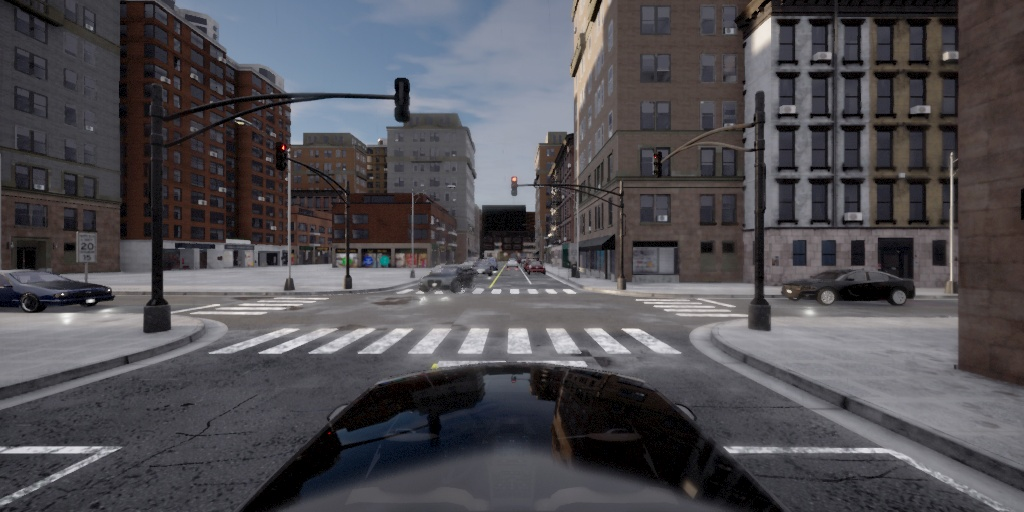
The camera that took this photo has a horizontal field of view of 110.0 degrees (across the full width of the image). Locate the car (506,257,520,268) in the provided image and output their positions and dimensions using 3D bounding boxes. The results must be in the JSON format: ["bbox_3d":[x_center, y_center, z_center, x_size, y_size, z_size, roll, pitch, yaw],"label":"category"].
[{"bbox_3d":[0.064,1.279,61.925,1.812,1.442,4.674,0,0,0],"label":"car"}]

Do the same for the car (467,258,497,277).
[{"bbox_3d":[-2.870,1.243,35.450,2.128,1.511,4.902,0,0,0],"label":"car"}]

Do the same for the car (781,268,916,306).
[{"bbox_3d":[14.763,1.310,15.905,5.008,1.535,1.882,0,0,-1],"label":"car"}]

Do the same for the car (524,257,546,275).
[{"bbox_3d":[2.613,1.191,39.427,1.967,1.591,4.097,0,0,0],"label":"car"}]

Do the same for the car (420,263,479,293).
[{"bbox_3d":[-3.615,1.314,20.595,1.994,1.385,4.181,0,0,12],"label":"car"}]

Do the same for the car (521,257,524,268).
[{"bbox_3d":[2.609,1.066,45.089,2.192,1.841,5.009,0,0,0],"label":"car"}]

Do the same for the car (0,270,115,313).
[{"bbox_3d":[-17.810,1.216,12.894,5.357,1.411,2.033,0,0,0],"label":"car"}]

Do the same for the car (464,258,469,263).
[{"bbox_3d":[-5.416,1.302,45.084,2.007,1.370,4.403,0,0,0],"label":"car"}]
